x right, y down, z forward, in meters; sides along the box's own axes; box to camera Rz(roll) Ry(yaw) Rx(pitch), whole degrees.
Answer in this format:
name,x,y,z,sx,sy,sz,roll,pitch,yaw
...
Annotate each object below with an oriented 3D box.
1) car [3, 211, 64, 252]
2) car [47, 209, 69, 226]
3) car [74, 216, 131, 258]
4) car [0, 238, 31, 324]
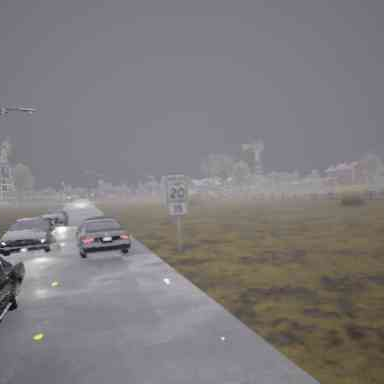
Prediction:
name,x,y,z,sx,sy,sz,roll,pitch,yaw
car,-7.394,1.917,15.495,2.033,1.411,5.357,-3,0,-18
car,-11.442,2.111,27.883,1.994,1.385,4.181,-3,0,-18
car,-3.853,1.738,14.014,2.033,1.411,5.357,-3,0,-21
car,-4.076,1.807,5.383,1.895,1.301,4.718,-3,0,-18
